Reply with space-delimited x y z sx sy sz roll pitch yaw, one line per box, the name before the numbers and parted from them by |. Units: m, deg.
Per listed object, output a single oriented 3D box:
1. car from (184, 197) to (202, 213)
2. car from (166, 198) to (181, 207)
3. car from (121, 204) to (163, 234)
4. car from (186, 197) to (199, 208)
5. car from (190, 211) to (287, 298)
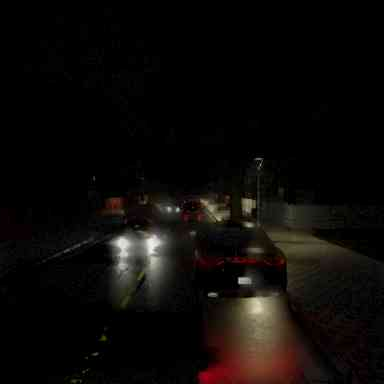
car | 0.116 1.459 37.033 1.882 1.535 5.008 0 0 1
car | -2.699 1.528 49.234 1.994 1.385 4.181 0 0 0
car | -2.830 1.472 19.577 1.882 1.535 5.008 0 0 0
car | 0.050 1.493 47.194 1.812 1.442 4.674 0 0 0
car | 0.971 1.476 8.574 1.882 1.535 5.008 0 0 0
